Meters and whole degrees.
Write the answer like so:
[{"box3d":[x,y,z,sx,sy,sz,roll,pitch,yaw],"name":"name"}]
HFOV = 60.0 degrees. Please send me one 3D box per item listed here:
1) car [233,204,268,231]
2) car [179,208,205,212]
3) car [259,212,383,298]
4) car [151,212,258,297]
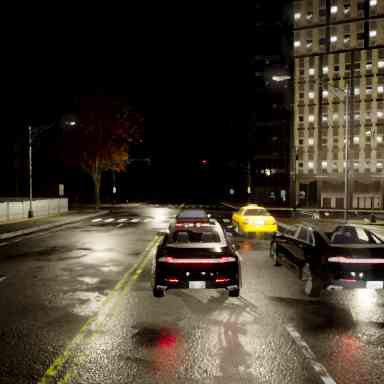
[{"box3d":[3.323,1.453,18.568,1.801,1.575,5.366,0,0,0],"name":"car"},{"box3d":[0.002,1.544,17.549,2.033,1.411,5.357,0,0,0],"name":"car"},{"box3d":[3.351,1.489,8.522,2.128,1.511,4.902,0,0,0],"name":"car"},{"box3d":[0.078,1.489,8.526,2.128,1.511,4.902,0,0,0],"name":"car"}]
